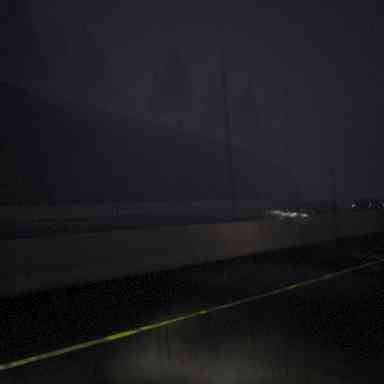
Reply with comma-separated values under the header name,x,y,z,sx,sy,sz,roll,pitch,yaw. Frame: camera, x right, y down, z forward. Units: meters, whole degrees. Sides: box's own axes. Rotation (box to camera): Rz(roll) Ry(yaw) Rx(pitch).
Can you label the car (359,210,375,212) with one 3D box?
name,x,y,z,sx,sy,sz,roll,pitch,yaw
car,18.252,1.388,34.632,2.097,1.767,4.553,0,0,42
